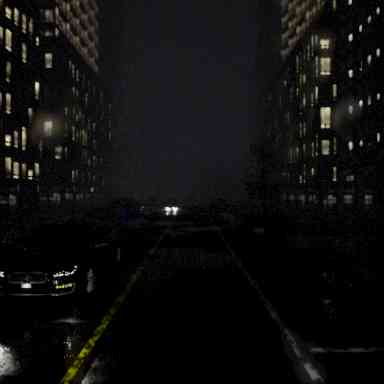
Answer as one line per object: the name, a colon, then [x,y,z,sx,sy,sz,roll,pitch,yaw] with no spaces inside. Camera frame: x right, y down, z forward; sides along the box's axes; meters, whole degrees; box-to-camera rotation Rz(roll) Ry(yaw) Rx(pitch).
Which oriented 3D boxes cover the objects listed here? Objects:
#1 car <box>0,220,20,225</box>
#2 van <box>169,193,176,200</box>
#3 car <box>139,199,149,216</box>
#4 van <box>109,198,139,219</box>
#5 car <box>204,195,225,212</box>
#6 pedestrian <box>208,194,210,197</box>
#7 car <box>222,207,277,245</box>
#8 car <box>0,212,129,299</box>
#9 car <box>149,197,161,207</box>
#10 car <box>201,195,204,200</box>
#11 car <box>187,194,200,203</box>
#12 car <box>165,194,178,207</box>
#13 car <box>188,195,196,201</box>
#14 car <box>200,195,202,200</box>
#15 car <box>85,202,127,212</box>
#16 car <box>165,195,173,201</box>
car: [-5.685,1.552,9.713,2.008,1.369,4.403,0,0,0]
van: [-5.664,1.316,95.096,1.690,1.788,3.998,0,0,0]
car: [-5.680,1.584,32.483,1.802,1.307,4.206,0,0,0]
van: [-5.680,1.343,26.790,1.690,1.788,3.998,0,0,0]
car: [2.703,1.441,38.158,1.967,1.590,4.097,0,0,0]
pedestrian: [3.013,1.288,59.334,0.375,1.860,0.375,0,0,-2]
car: [2.697,1.568,15.391,1.947,1.339,4.313,0,0,0]
car: [-3.098,1.506,8.647,1.837,1.490,4.892,0,0,0]
car: [-5.675,1.437,49.558,1.967,1.590,4.097,0,0,0]
car: [3.013,1.521,56.493,1.812,1.442,4.674,0,0,0]
car: [0.016,1.286,68.760,2.097,1.767,4.553,0,0,0]
car: [-3.067,1.488,50.839,2.128,1.511,4.902,0,0,0]
car: [0.019,1.501,83.719,1.895,1.301,4.718,0,0,0]
car: [2.713,1.422,83.694,1.967,1.590,4.097,0,0,0]
car: [-5.682,1.547,21.098,1.887,1.381,4.507,0,0,0]
car: [-5.668,1.508,83.541,1.752,1.417,4.829,0,0,0]
